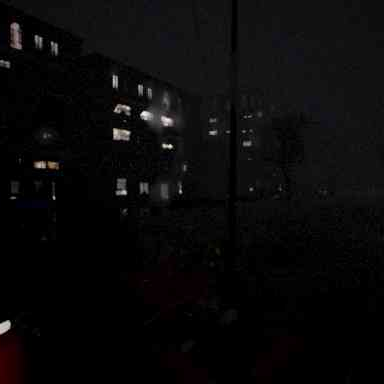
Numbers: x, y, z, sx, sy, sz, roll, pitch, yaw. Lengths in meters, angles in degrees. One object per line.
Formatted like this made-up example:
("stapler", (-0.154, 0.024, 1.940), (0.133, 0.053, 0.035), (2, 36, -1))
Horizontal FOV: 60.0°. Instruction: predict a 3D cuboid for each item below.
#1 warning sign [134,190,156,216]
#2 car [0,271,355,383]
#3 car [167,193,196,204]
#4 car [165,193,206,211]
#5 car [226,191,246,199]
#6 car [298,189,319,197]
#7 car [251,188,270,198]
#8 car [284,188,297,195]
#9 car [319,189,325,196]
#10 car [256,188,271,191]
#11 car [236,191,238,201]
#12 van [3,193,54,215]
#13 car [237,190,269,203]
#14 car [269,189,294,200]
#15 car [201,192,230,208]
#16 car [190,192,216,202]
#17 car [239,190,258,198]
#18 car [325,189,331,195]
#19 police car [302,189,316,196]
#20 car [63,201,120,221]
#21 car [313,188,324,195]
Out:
("warning sign", (-3.561, 0.801, 25.134), (1.300, 1.860, 1.060), (0, 0, 35))
("car", (-0.771, 1.537, 3.414), (4.507, 1.381, 1.887), (0, 1, 35))
("car", (-1.392, 0.827, 47.133), (1.947, 1.339, 4.313), (2, 2, 35))
("car", (-0.841, 1.074, 33.205), (1.887, 1.381, 4.507), (2, 2, 35))
("car", (8.115, 0.566, 60.871), (1.947, 1.339, 4.313), (2, 2, 35))
("car", (24.514, 0.386, 69.840), (2.008, 1.369, 4.403), (2, 2, 35))
("car", (14.458, 0.143, 70.022), (2.192, 1.841, 5.009), (2, 2, 35))
("car", (23.964, -0.114, 83.759), (2.192, 1.841, 5.009), (2, 2, 35))
("car", (27.683, 0.300, 74.417), (2.008, 1.369, 4.403), (2, 2, 35))
("car", (12.609, 0.290, 57.377), (2.150, 2.045, 5.566), (1, 1, 35))
("car", (6.858, 0.753, 48.992), (1.812, 1.442, 4.674), (1, 1, 35))
("van", (-14.066, 0.954, 28.810), (1.690, 1.788, 3.998), (2, 2, 35))
("car", (8.668, 0.818, 46.943), (2.008, 1.369, 4.403), (2, 2, 35))
("car", (15.103, 0.616, 56.241), (1.752, 1.417, 4.829), (2, 2, 35))
("car", (2.329, 0.993, 37.784), (2.008, 1.369, 4.403), (2, 2, 35))
("car", (1.777, 0.725, 51.711), (2.008, 1.369, 4.403), (2, 2, 35))
("car", (11.188, 0.442, 65.308), (1.752, 1.417, 4.829), (2, 2, 35))
("car", (34.022, 0.018, 83.573), (1.967, 1.590, 4.097), (2, 2, 35))
("police car", (27.039, 0.124, 77.029), (1.930, 1.638, 5.238), (1, 1, 32))
("car", (-7.178, 1.272, 24.048), (1.947, 1.339, 4.313), (2, 2, 35))
("car", (32.476, -0.101, 85.162), (2.097, 1.767, 4.553), (1, 1, 28))
